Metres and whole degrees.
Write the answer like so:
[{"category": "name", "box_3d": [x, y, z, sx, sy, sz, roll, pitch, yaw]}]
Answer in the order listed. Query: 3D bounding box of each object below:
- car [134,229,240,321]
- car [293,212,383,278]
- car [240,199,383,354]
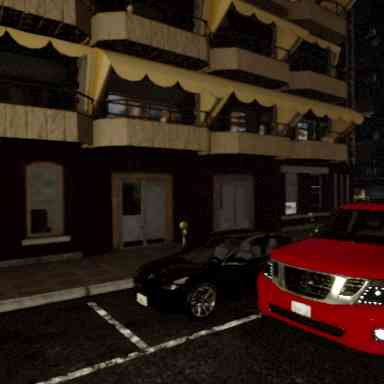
[{"category": "car", "box_3d": [0.881, 1.526, 7.201, 4.313, 1.339, 1.947, -1, 0, -36]}, {"category": "car", "box_3d": [5.376, 1.460, 10.411, 4.507, 1.381, 1.887, -1, 0, -36]}, {"category": "car", "box_3d": [3.691, 1.168, 6.003, 5.566, 2.045, 2.150, -1, 0, -35]}]
